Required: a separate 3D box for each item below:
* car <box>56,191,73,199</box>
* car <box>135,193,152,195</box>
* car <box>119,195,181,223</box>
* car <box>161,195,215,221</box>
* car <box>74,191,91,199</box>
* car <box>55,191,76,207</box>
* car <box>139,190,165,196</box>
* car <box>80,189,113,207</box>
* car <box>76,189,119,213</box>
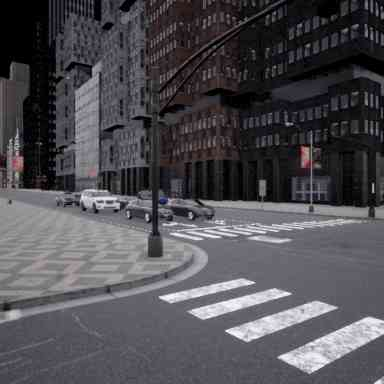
[{"bbox_3d":[-24.955,0.532,65.093,1.837,1.490,4.892,0,1,-36],"label":"car"},{"bbox_3d":[-5.720,1.108,32.553,1.837,1.490,4.892,0,1,-36],"label":"car"},{"bbox_3d":[-3.040,1.240,23.284,1.837,1.490,4.892,0,1,-36],"label":"car"},{"bbox_3d":[-0.276,1.239,24.965,1.837,1.490,4.892,0,1,-38],"label":"car"},{"bbox_3d":[-21.885,0.564,66.395,1.812,1.442,4.674,0,1,-36],"label":"car"},{"bbox_3d":[-14.943,0.991,39.789,2.033,1.411,5.357,0,1,-36],"label":"car"},{"bbox_3d":[-4.921,0.773,37.338,2.150,2.045,5.566,0,1,-36],"label":"car"},{"bbox_3d":[-11.869,0.672,41.093,2.150,2.045,5.566,0,1,-35],"label":"car"},{"bbox_3d":[-8.729,0.819,31.168,2.150,2.045,5.566,0,1,-36],"label":"car"}]
